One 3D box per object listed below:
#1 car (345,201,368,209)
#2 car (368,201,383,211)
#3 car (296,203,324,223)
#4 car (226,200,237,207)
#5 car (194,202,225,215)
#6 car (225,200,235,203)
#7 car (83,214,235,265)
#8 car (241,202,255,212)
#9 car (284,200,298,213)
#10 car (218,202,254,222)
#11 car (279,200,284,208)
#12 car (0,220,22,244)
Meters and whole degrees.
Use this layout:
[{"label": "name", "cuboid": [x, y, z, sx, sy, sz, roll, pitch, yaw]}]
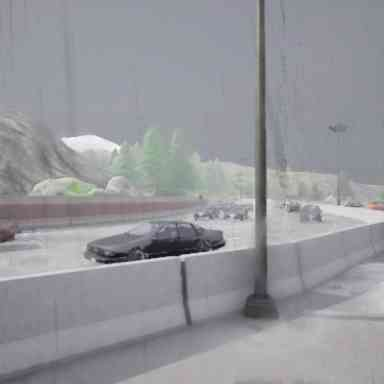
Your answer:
[{"label": "car", "cuboid": [27.246, 2.345, 55.854, 2.097, 1.767, 4.553, 0, -1, 10]}, {"label": "car", "cuboid": [30.692, 2.340, 55.239, 2.097, 1.767, 4.553, 0, -1, 10]}, {"label": "car", "cuboid": [11.200, 2.046, 31.164, 2.128, 1.511, 4.902, 0, -1, 19]}, {"label": "car", "cuboid": [8.189, 2.330, 68.599, 1.812, 1.442, 4.674, 0, -1, 10]}, {"label": "car", "cuboid": [1.637, 2.110, 35.414, 2.128, 1.511, 4.902, 0, -1, 17]}, {"label": "car", "cuboid": [5.429, 2.436, 53.527, 1.837, 1.490, 4.892, 0, -1, 10]}, {"label": "car", "cuboid": [-1.068, 1.760, 12.132, 5.357, 1.411, 2.033, 1, -1, -41]}, {"label": "car", "cuboid": [9.225, 2.448, 54.789, 2.128, 1.511, 4.902, 0, -1, 11]}, {"label": "car", "cuboid": [15.631, 2.374, 50.889, 1.882, 1.535, 5.008, 0, -1, 11]}, {"label": "car", "cuboid": [4.497, 2.074, 33.065, 2.128, 1.511, 4.902, 0, -1, 19]}, {"label": "car", "cuboid": [18.385, 2.296, 65.968, 1.882, 1.535, 5.008, 0, -1, 10]}, {"label": "car", "cuboid": [-10.032, 1.761, 13.999, 4.674, 1.442, 1.812, 1, -1, -36]}]
